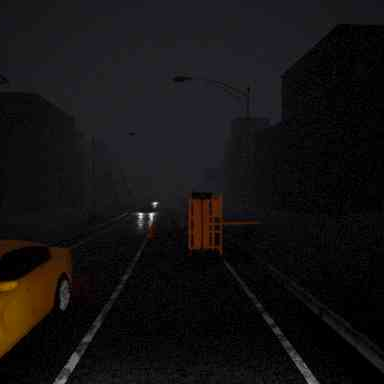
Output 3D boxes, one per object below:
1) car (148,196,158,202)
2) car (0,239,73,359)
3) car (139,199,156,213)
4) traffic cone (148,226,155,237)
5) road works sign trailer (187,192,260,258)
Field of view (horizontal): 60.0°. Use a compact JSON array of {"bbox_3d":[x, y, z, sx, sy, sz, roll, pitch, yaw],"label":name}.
[{"bbox_3d":[-8.547,1.498,72.642,1.994,1.385,4.181,0,2,-5],"label":"car"},{"bbox_3d":[-3.264,1.493,4.753,1.882,1.535,5.008,0,0,-2],"label":"car"},{"bbox_3d":[-6.530,2.143,47.507,1.812,1.442,4.674,-1,0,-5],"label":"car"},{"bbox_3d":[-2.241,2.183,18.404,0.340,0.580,0.340,-1,-2,-5],"label":"traffic cone"},{"bbox_3d":[0.820,1.165,13.288,2.880,2.380,3.560,0,-1,-13],"label":"road works sign trailer"}]
